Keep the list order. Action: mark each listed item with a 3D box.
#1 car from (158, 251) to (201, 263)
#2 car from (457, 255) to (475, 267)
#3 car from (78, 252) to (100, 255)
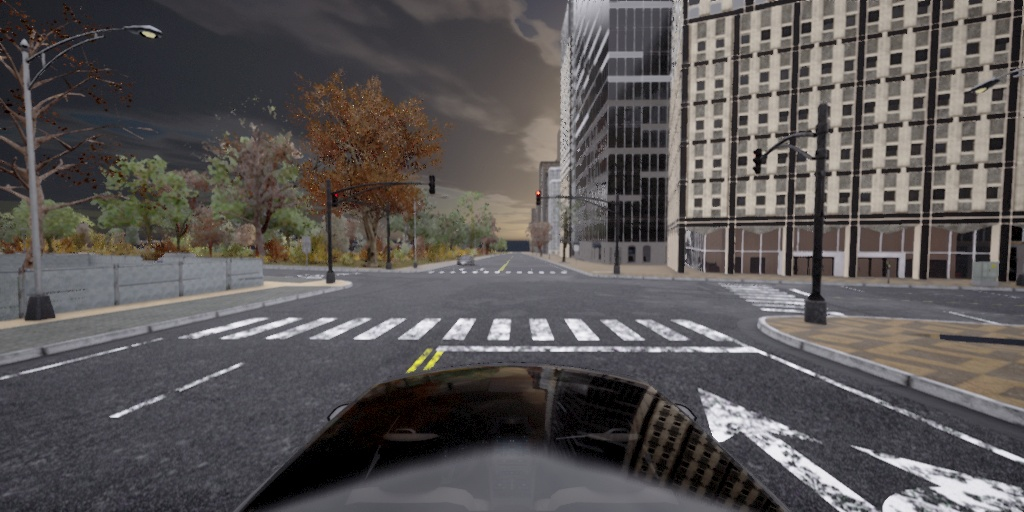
[{"bbox_3d":[-29.220,0.446,31.948,4.553,1.767,2.097,1,3,22],"label":"car"},{"bbox_3d":[-5.890,0.625,46.064,2.128,1.511,4.902,0,2,1],"label":"car"},{"bbox_3d":[-45.232,0.338,38.293,5.008,1.535,1.882,1,3,22],"label":"car"}]
